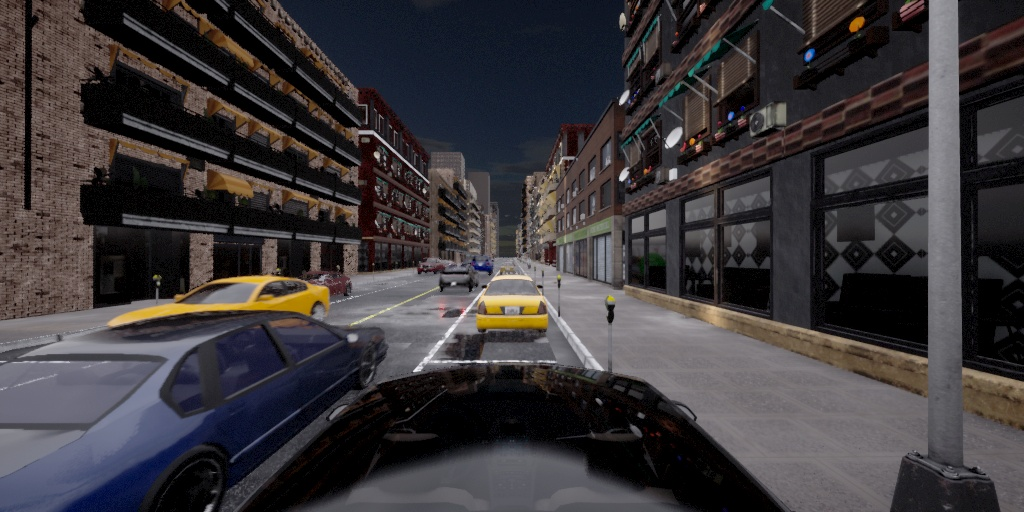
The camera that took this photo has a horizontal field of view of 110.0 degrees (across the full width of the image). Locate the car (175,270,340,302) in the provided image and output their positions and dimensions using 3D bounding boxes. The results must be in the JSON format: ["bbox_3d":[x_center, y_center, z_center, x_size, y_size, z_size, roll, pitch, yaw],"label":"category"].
[{"bbox_3d":[-6.245,1.228,8.418,1.882,1.535,5.008,0,0,0],"label":"car"}]

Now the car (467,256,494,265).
[{"bbox_3d":[-3.144,0.971,38.419,2.150,2.045,5.566,0,0,0],"label":"car"}]

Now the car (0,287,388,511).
[{"bbox_3d":[-3.044,1.298,3.727,2.033,1.411,5.357,0,0,0],"label":"car"}]

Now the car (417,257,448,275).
[{"bbox_3d":[-8.837,1.064,39.007,2.192,1.841,5.009,0,0,0],"label":"car"}]

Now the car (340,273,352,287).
[{"bbox_3d":[-8.837,1.333,16.462,1.802,1.307,4.207,0,0,0],"label":"car"}]

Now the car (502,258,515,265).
[{"bbox_3d":[-0.456,1.275,39.173,1.751,1.417,4.829,0,0,0],"label":"car"}]

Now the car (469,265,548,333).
[{"bbox_3d":[0.005,1.207,10.689,1.801,1.575,5.366,0,0,0],"label":"car"}]

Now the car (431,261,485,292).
[{"bbox_3d":[-3.044,1.242,21.221,2.128,1.511,4.902,0,0,0],"label":"car"}]
